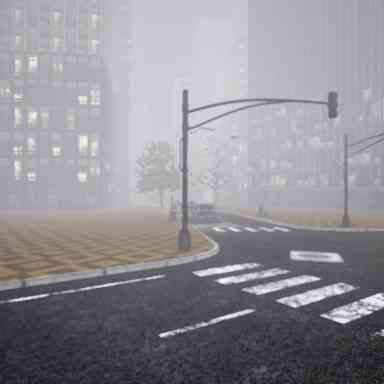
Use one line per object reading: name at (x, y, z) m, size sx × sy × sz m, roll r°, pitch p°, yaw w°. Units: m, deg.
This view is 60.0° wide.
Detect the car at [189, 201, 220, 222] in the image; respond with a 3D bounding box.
car at (1.197, 1.790, 29.291) m, size 1.837 × 1.490 × 4.892 m, roll 0°, pitch -1°, yaw -7°

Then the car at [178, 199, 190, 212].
car at (-0.392, 1.929, 42.407) m, size 1.837 × 1.490 × 4.892 m, roll 0°, pitch -1°, yaw -7°

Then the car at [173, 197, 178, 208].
car at (-2.290, 2.125, 58.402) m, size 1.812 × 1.442 × 4.674 m, roll 0°, pitch -1°, yaw -6°
